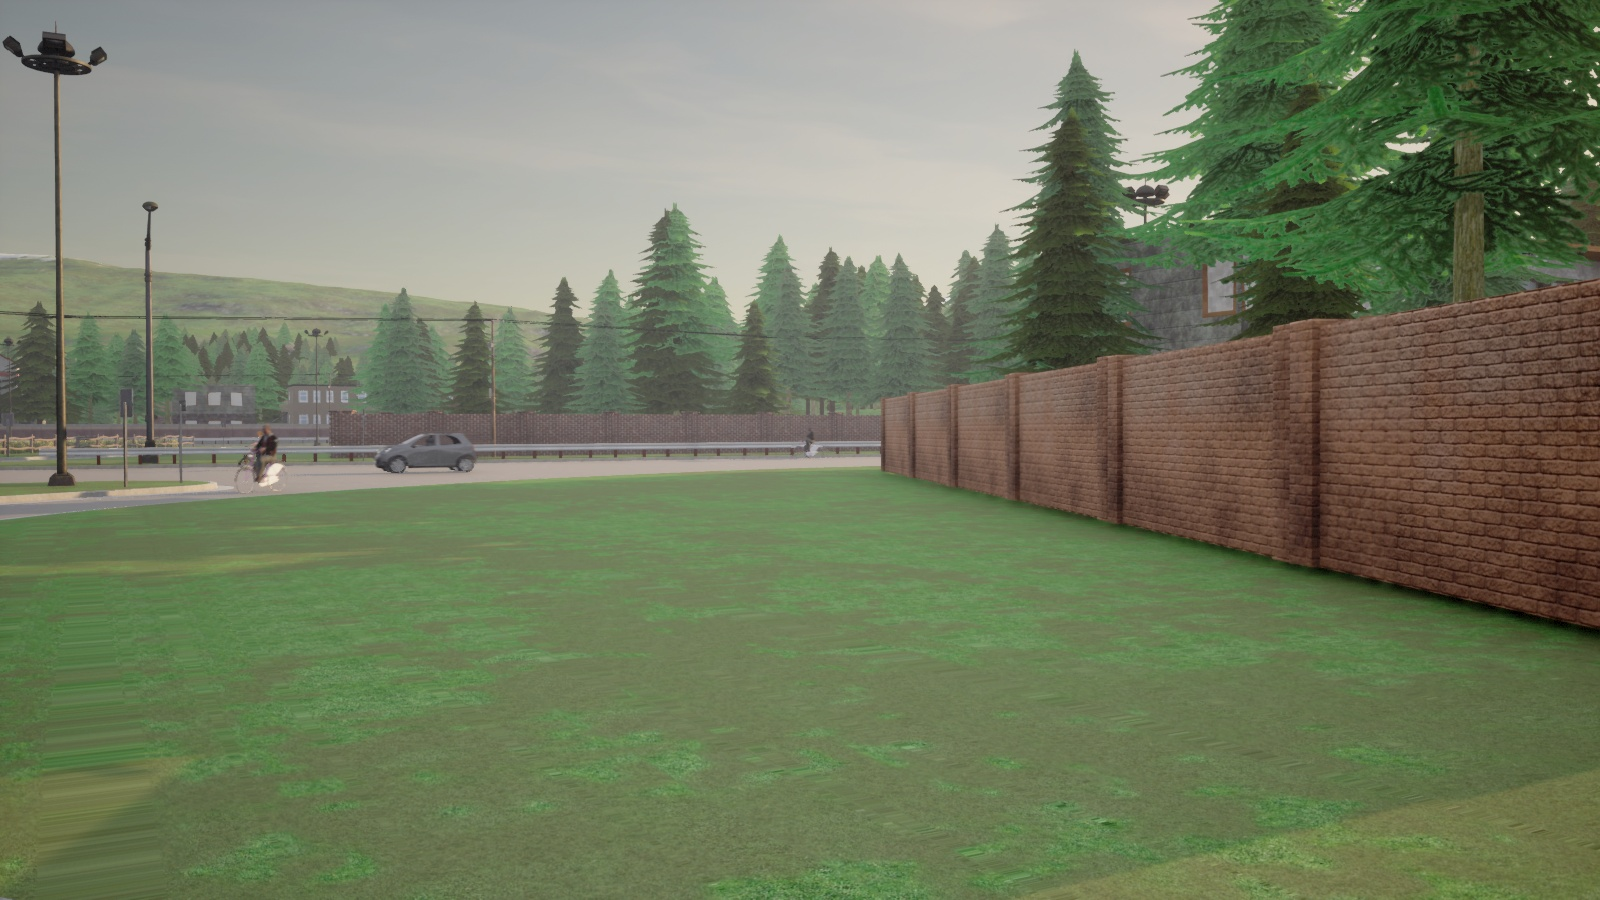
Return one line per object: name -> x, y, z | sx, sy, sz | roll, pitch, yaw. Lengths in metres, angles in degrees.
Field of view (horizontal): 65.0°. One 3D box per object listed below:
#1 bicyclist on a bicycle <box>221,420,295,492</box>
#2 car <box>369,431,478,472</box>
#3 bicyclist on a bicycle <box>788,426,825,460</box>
bicyclist on a bicycle -> -13.766, 0.134, 31.954 | 0.659, 1.776, 1.843 | 1, 1, 18
car -> -14.196, 0.030, 47.354 | 3.633, 1.501, 1.845 | 0, 1, -28
bicyclist on a bicycle -> 0.343, -0.375, 67.040 | 1.843, 1.776, 0.659 | 0, 1, -28
